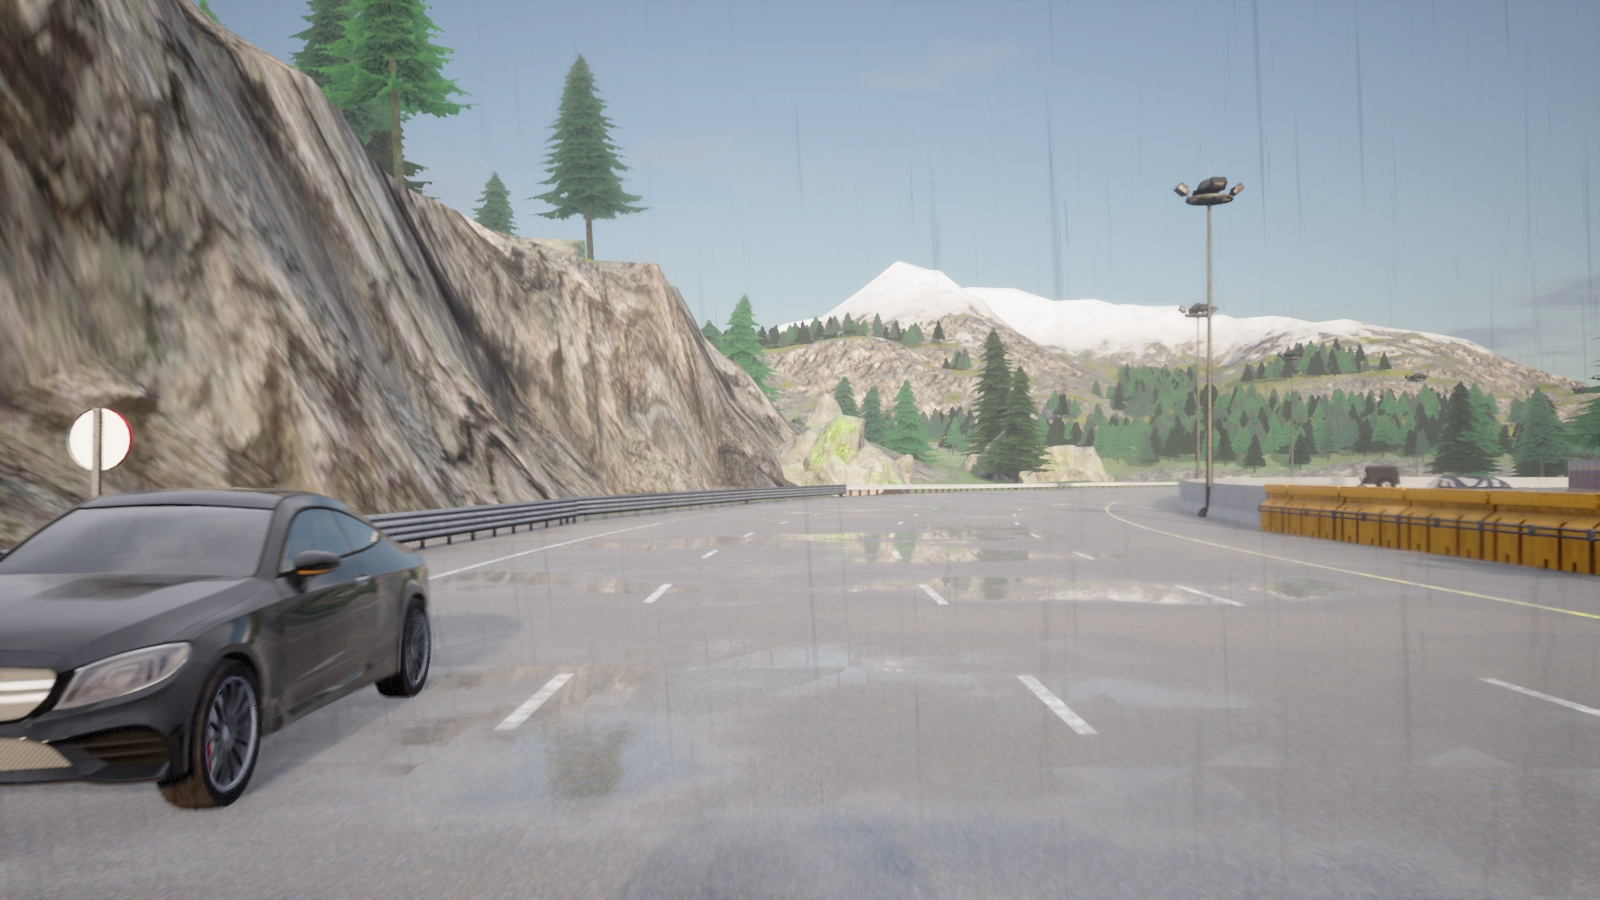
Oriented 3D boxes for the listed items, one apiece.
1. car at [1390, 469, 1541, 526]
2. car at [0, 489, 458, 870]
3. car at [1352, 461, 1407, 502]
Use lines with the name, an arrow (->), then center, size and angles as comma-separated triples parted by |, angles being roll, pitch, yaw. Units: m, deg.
car -> 18.595, 1.288, 35.374 | 2.128, 1.511, 4.902 | 0, -1, 7
car -> -3.520, 0.976, 7.286 | 1.812, 1.442, 4.674 | 0, -1, 0
car -> 27.647, 1.503, 59.991 | 1.905, 1.878, 3.866 | -1, -1, 18
